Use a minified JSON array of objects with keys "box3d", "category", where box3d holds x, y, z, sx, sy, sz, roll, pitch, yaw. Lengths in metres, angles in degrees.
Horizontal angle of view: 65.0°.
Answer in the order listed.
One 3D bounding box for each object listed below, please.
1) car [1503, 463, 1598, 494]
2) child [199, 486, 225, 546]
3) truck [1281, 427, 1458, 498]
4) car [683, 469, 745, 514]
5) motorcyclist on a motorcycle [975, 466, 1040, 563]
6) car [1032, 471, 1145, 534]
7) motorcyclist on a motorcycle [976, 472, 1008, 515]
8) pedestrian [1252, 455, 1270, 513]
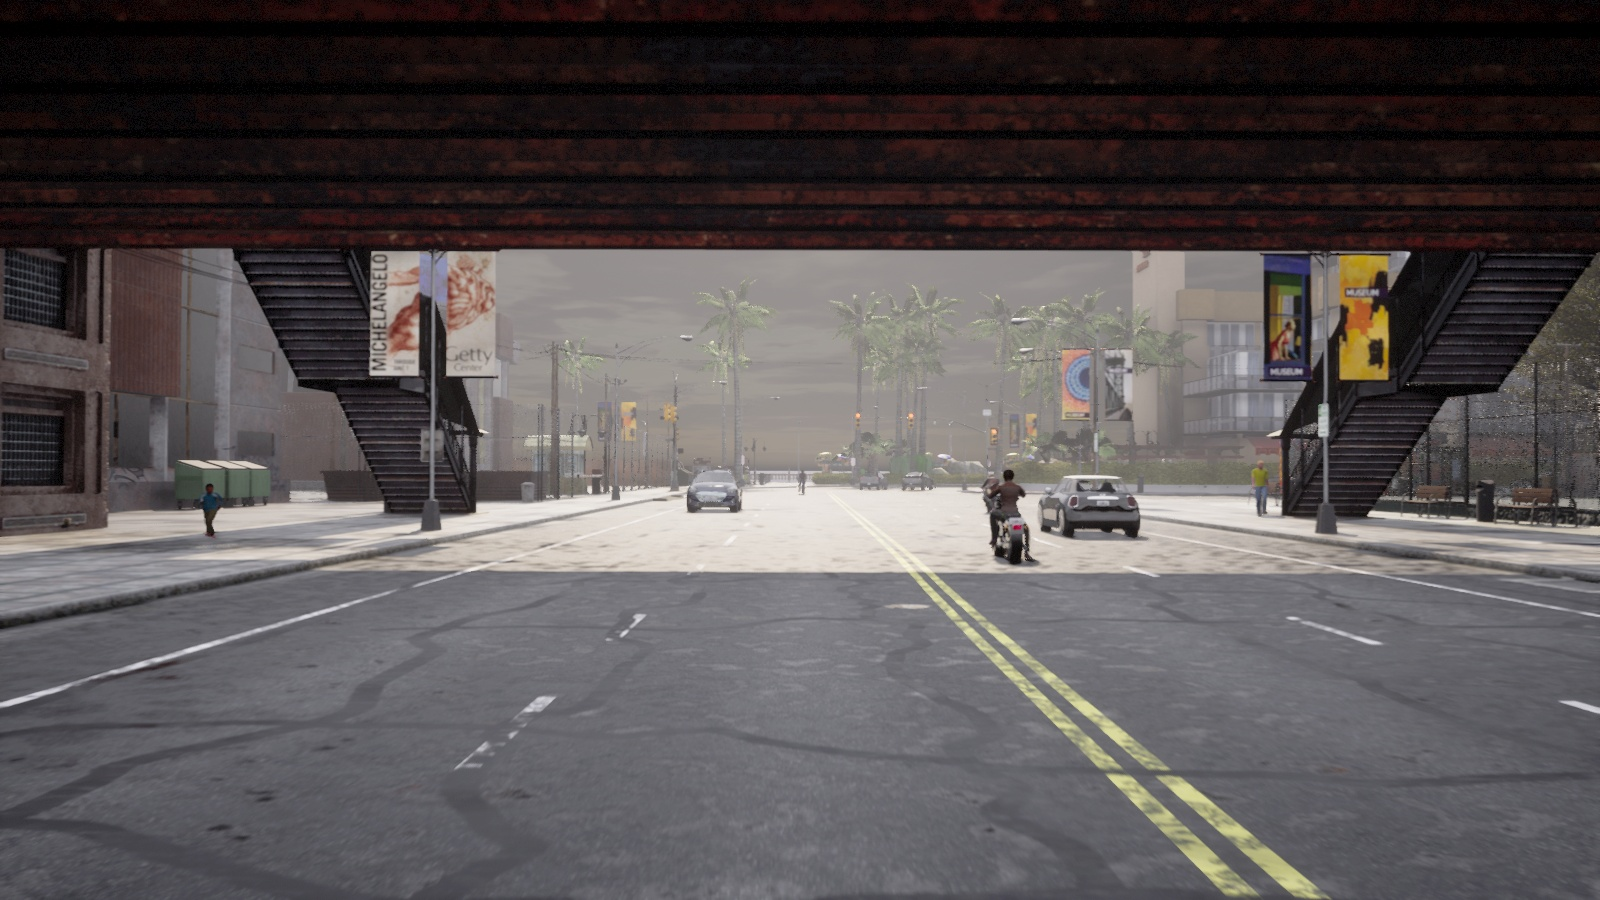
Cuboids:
[{"box3d":[45.874,1.724,76.803,4.605,1.855,1.932,0,-1,0],"category":"car"},{"box3d":[-11.854,1.321,25.334,0.343,1.192,0.448,0,-1,-5],"category":"child"},{"box3d":[31.536,0.683,69.722,8.468,3.827,2.891,0,-1,0],"category":"truck"},{"box3d":[-3.260,1.564,48.426,2.033,1.649,4.856,0,-1,0],"category":"car"},{"box3d":[3.702,1.126,22.588,0.766,1.649,2.350,0,-1,0],"category":"motorcyclist on a motorcycle"},{"box3d":[7.206,1.280,31.778,1.970,1.475,3.806,0,-1,0],"category":"car"},{"box3d":[7.129,1.597,46.631,0.866,1.530,2.191,0,-1,1],"category":"motorcyclist on a motorcycle"},{"box3d":[14.722,1.079,40.107,0.354,1.836,0.706,0,-1,7],"category":"pedestrian"}]
